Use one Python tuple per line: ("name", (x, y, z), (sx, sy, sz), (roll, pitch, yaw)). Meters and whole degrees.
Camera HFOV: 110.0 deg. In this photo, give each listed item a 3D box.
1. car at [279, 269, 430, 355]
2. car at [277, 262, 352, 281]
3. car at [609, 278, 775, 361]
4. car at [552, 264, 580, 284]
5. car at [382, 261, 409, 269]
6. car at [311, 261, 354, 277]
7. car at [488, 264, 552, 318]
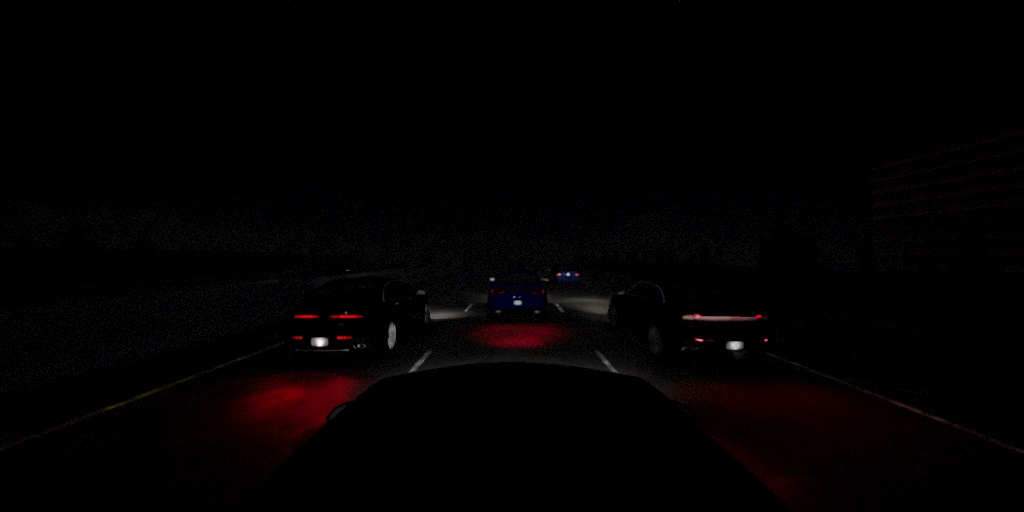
("car", (-3.335, 1.244, 8.656), (1.837, 1.490, 4.892), (0, 0, 0))
("car", (-10.450, 1.207, 19.194), (2.128, 1.511, 4.902), (0, 0, 1))
("car", (3.661, 1.251, 8.295), (2.128, 1.511, 4.902), (0, 0, 0))
("car", (3.794, 1.303, 26.615), (2.033, 1.411, 5.357), (0, 0, 0))
("car", (-13.675, 1.259, 42.610), (2.033, 1.411, 5.357), (0, 0, 1))
("car", (-17.269, 1.256, 34.729), (1.994, 1.385, 4.181), (0, 0, 1))
("car", (0.188, 1.226, 13.048), (1.882, 1.535, 5.008), (0, 0, 0))
